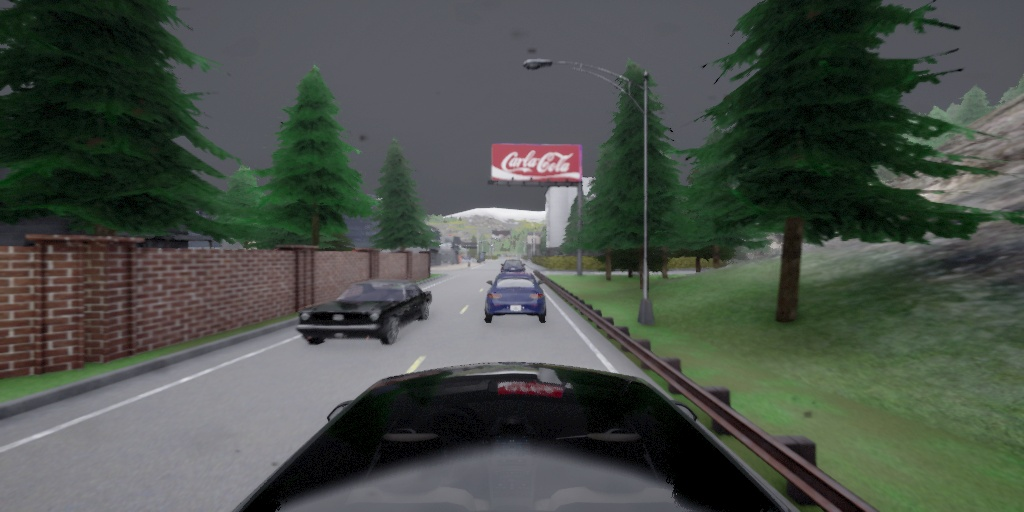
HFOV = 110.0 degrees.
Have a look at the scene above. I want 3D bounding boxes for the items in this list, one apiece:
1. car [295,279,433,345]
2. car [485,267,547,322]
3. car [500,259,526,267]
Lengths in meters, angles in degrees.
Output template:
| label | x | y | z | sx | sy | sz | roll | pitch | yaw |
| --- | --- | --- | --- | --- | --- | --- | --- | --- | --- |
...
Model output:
| label | x | y | z | sx | sy | sz | roll | pitch | yaw |
| --- | --- | --- | --- | --- | --- | --- | --- | --- | --- |
| car | -3.539 | 1.332 | 9.560 | 1.895 | 1.301 | 4.718 | 0 | 0 | 1 |
| car | 0.115 | 1.250 | 12.067 | 1.812 | 1.442 | 4.674 | 0 | 0 | 0 |
| car | 0.090 | 1.033 | 30.138 | 2.097 | 1.767 | 4.553 | 0 | 0 | 0 |
